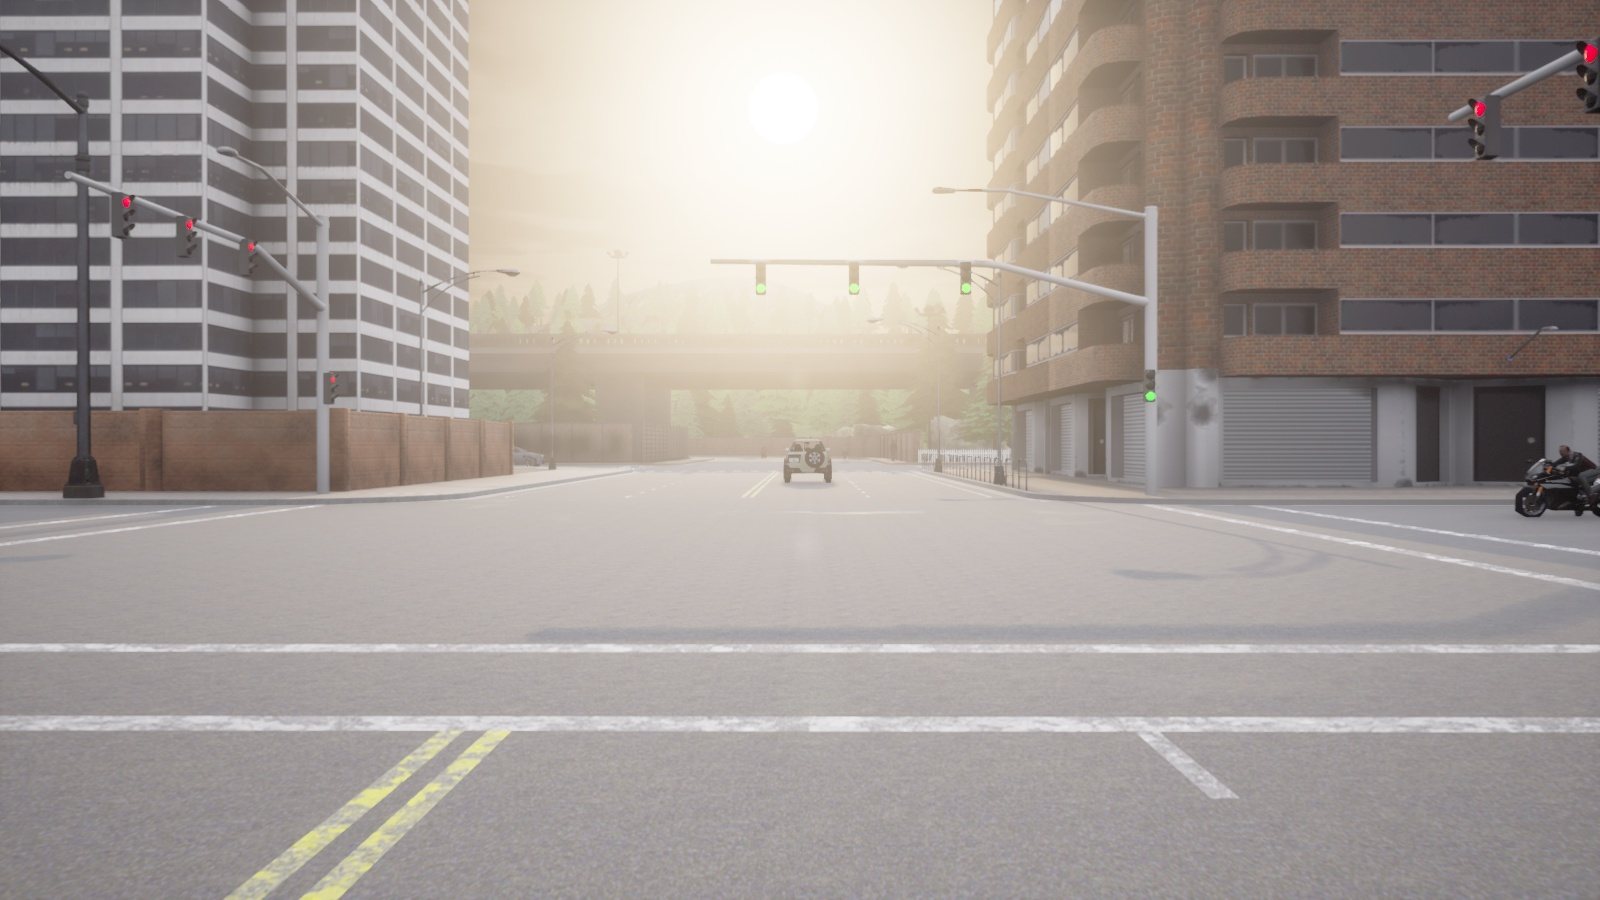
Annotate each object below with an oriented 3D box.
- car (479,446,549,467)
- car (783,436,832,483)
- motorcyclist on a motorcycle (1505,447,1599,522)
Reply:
[{"bbox_3d":[-18.797,0.432,82.653,4.181,1.385,1.994,0,0,0],"label":"car"},{"bbox_3d":[0.314,0.372,51.561,1.932,1.855,4.605,0,0,0],"label":"car"},{"bbox_3d":[15.862,0.698,25.872,2.191,1.530,0.866,0,0,1],"label":"motorcyclist on a motorcycle"}]
